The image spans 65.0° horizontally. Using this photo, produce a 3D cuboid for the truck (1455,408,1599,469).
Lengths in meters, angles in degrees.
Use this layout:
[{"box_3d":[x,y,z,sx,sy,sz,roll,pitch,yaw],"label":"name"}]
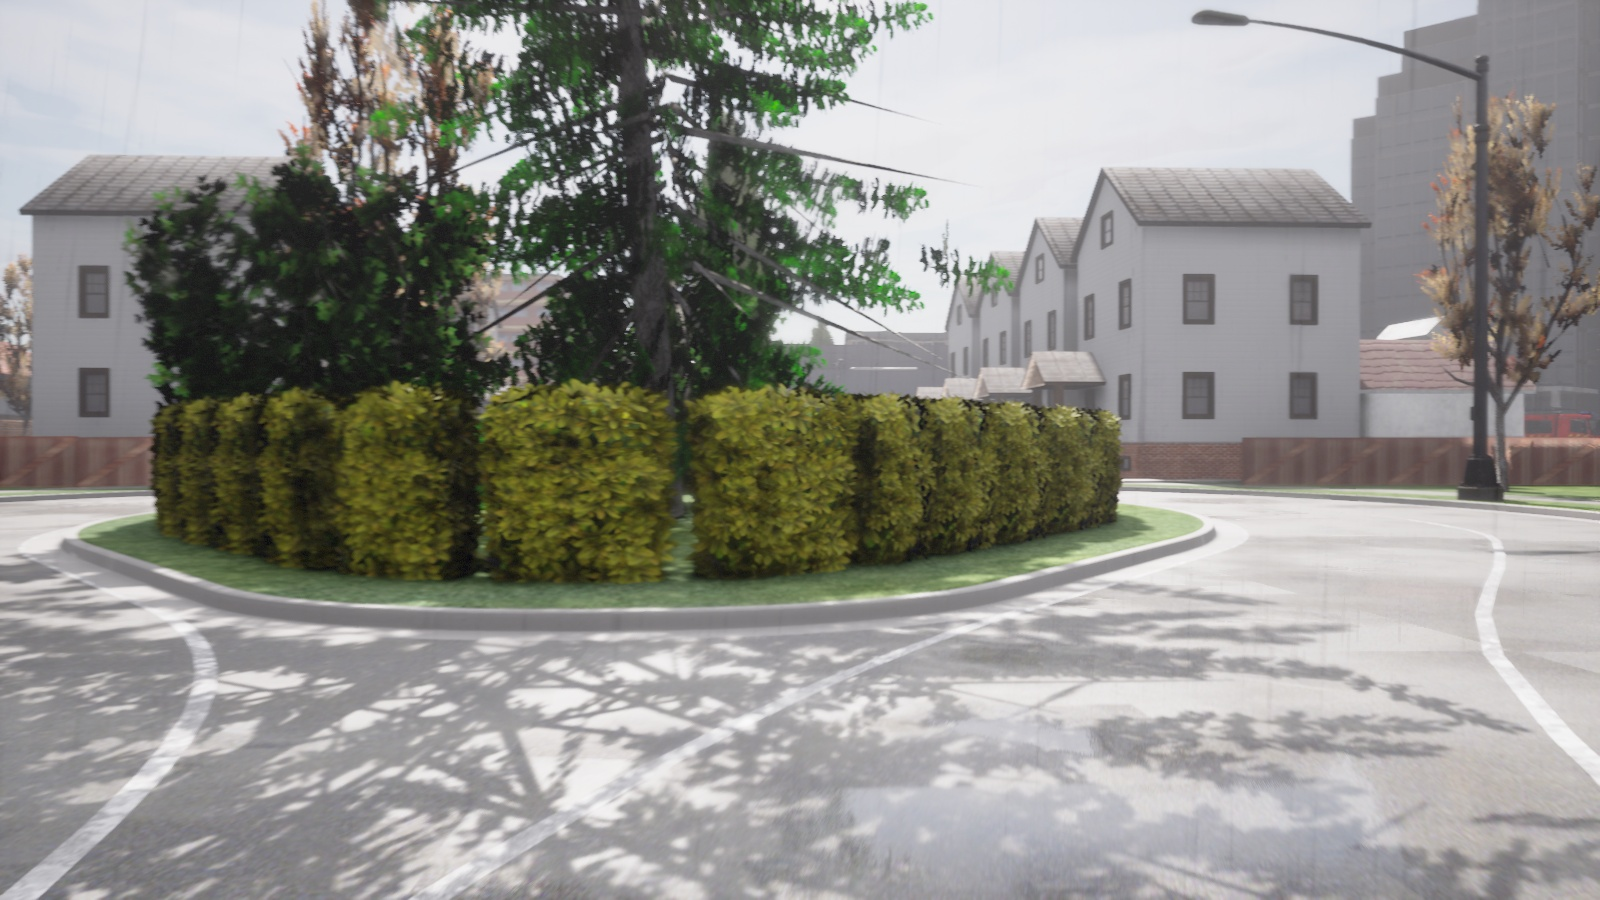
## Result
[{"box_3d":[48.555,-0.768,83.379,2.891,3.827,8.468,0,0,-44],"label":"truck"}]
